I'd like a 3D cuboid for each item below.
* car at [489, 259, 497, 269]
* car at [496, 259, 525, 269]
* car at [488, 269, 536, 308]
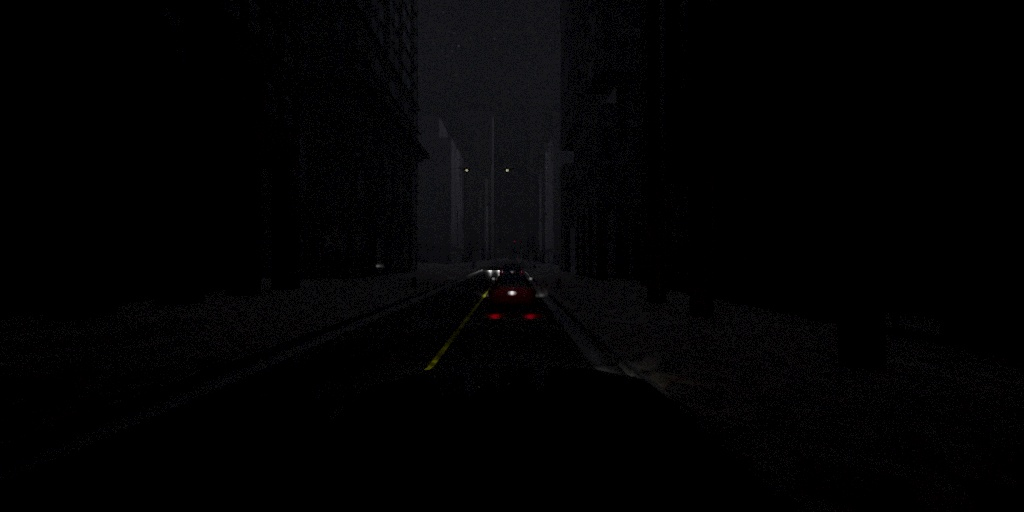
[{"bbox_3d":[-3.016,1.762,64.351,1.837,1.490,4.892,0,-1,0],"label":"car"},{"bbox_3d":[-0.003,1.351,30.922,2.097,1.767,4.553,0,-1,0],"label":"car"},{"bbox_3d":[0.005,1.443,16.133,1.994,1.385,4.181,0,0,0],"label":"car"}]
